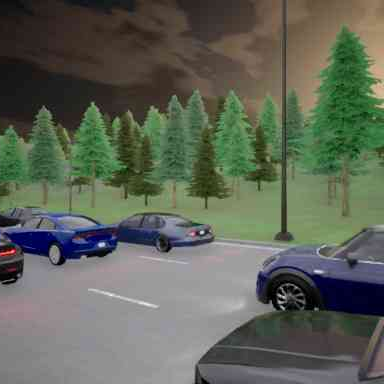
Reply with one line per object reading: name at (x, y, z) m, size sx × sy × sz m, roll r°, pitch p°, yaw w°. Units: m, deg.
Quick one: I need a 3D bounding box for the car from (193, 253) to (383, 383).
car at (2.541, 1.547, 2.120) m, size 5.357 × 1.411 × 2.033 m, roll 0°, pitch 0°, yaw 36°

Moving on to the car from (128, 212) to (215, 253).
car at (-1.673, 1.547, 13.757) m, size 5.357 × 1.411 × 2.033 m, roll 0°, pitch 0°, yaw 35°

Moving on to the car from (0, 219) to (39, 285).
car at (-6.083, 1.505, 8.284) m, size 4.892 × 1.490 × 1.837 m, roll 0°, pitch 0°, yaw 36°

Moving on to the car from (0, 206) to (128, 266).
car at (-4.797, 1.478, 11.685) m, size 5.008 × 1.535 × 1.882 m, roll 0°, pitch 0°, yaw 35°

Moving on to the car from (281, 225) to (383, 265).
car at (3.448, 1.353, 5.791) m, size 4.553 × 1.767 × 2.097 m, roll 0°, pitch 0°, yaw 36°

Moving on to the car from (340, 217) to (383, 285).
car at (6.399, 1.503, 7.999) m, size 4.892 × 1.490 × 1.837 m, roll 0°, pitch 0°, yaw 36°
